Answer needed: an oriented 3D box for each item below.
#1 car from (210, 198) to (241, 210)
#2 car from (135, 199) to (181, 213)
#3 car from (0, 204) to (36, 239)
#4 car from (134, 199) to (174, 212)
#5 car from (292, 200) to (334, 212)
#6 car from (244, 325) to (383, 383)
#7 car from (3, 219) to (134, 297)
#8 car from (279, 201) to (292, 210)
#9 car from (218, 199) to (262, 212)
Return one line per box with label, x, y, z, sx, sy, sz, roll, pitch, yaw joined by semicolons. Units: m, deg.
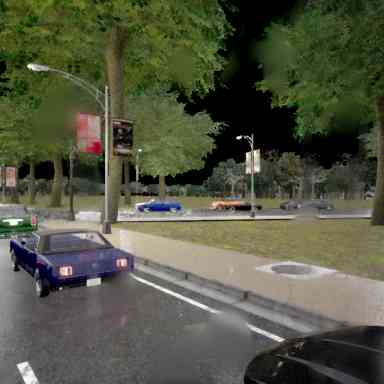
car;4.694;1.538;43.870;4.553;1.767;2.097;0;0;-14
car;-3.755;1.610;38.370;5.008;1.535;1.882;0;0;-14
car;-8.891;1.352;15.859;2.097;1.767;4.553;0;0;-38
car;-4.758;1.657;41.460;4.674;1.442;1.812;0;0;-16
car;16.160;1.745;43.420;4.902;1.511;2.128;0;0;-14
car;2.346;1.478;1.248;1.882;1.535;5.008;0;0;-37
car;-3.413;1.601;8.732;1.895;1.301;4.718;0;0;-38
car;14.355;1.810;46.316;4.181;1.385;1.994;0;0;-14
car;6.111;1.791;40.877;4.718;1.301;1.895;0;0;-14
